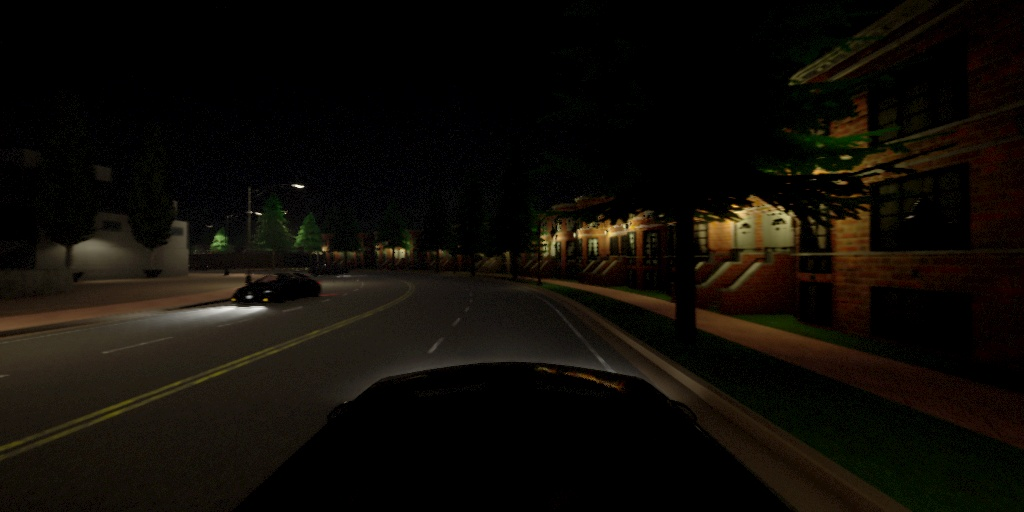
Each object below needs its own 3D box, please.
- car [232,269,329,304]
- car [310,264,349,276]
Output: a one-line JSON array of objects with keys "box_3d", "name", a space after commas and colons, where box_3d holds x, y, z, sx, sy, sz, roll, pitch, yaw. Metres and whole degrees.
[{"box_3d": [-11.106, 1.547, 17.283, 1.994, 1.385, 4.181, 0, 0, 3], "name": "car"}, {"box_3d": [-23.159, 1.767, 45.255, 5.357, 1.411, 2.033, 0, 0, 23], "name": "car"}]
